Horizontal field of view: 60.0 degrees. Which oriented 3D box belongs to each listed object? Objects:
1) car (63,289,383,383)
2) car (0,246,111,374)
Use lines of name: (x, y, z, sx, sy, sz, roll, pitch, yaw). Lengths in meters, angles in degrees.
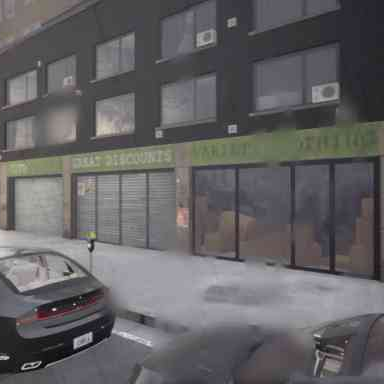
car: (1.417, 1.551, 2.077, 4.403, 1.369, 2.008, 0, 0, 35)
car: (-3.090, 1.551, 5.272, 4.403, 1.369, 2.008, 0, 0, 35)
